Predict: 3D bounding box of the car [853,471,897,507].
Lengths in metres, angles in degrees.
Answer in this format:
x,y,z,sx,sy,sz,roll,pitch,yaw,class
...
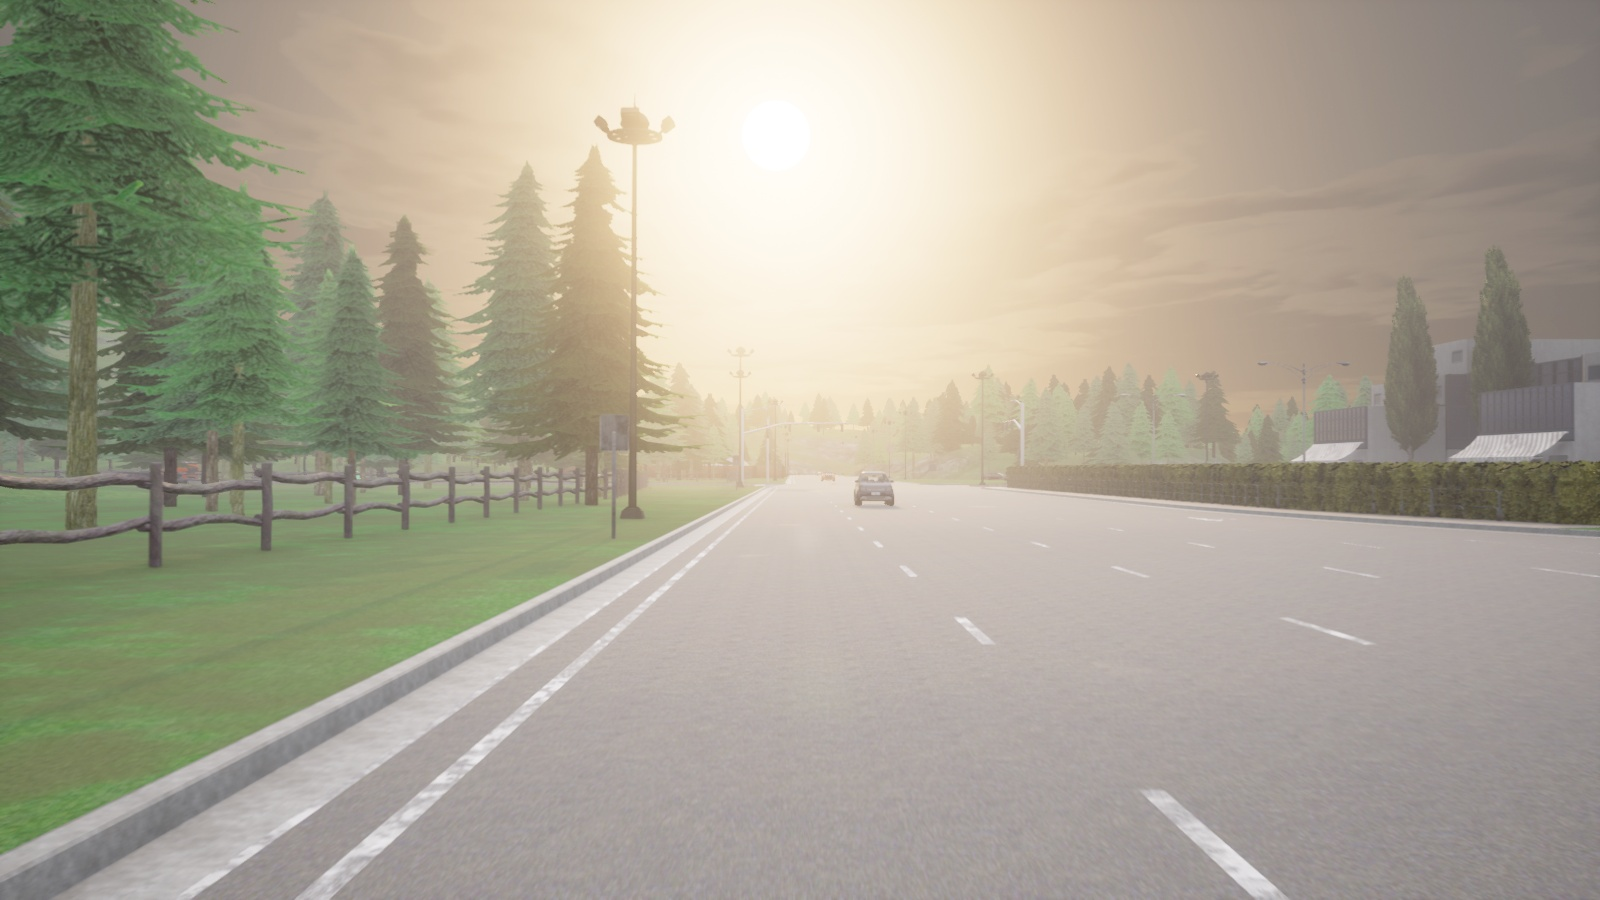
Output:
x,y,z,sx,sy,sz,roll,pitch,yaw,class
3.367,1.733,56.931,1.789,1.549,3.705,0,-1,0,car
